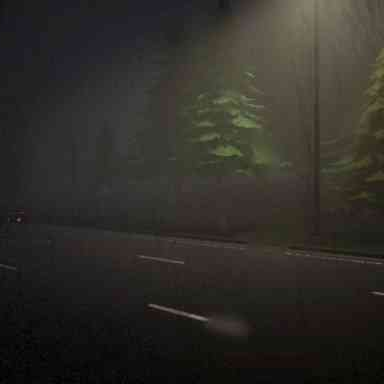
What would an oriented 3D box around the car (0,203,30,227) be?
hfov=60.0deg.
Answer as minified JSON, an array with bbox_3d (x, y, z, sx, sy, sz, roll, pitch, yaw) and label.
[{"bbox_3d":[-12.407,1.476,21.450,4.902,1.511,2.128,0,0,36],"label":"car"}]
